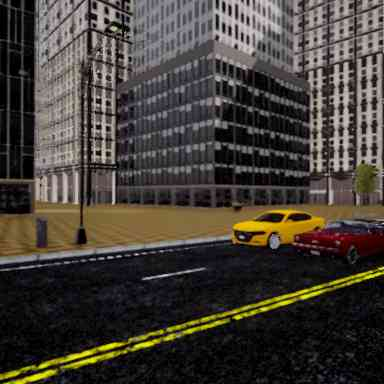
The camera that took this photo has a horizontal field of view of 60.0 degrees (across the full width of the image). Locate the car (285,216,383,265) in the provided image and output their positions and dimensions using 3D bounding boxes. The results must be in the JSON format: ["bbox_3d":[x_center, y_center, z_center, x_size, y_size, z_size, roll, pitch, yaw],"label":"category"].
[{"bbox_3d":[5.718,1.665,12.064,4.718,1.301,1.895,0,0,-38],"label":"car"}]

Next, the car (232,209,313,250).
[{"bbox_3d":[3.971,1.545,14.830,5.008,1.535,1.882,0,0,-38],"label":"car"}]
